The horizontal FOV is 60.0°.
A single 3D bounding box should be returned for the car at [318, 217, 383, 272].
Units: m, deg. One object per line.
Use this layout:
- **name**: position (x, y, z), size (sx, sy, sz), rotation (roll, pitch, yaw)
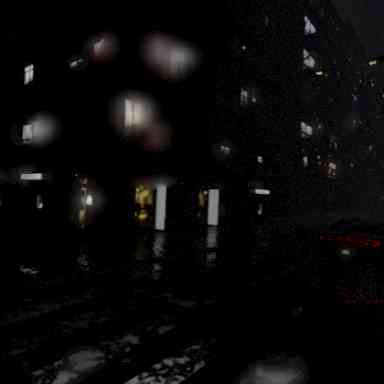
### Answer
- **car**: position (5.909, 1.602, 11.399), size (1.882, 1.535, 5.008), rotation (2, 0, 38)
